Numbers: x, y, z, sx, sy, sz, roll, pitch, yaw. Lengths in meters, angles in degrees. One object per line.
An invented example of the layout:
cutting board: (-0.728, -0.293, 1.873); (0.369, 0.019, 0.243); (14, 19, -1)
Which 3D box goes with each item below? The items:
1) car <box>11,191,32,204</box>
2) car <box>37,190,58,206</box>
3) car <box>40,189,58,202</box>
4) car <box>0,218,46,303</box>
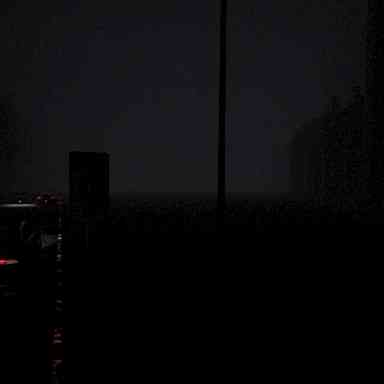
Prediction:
car: (-19.917, 0.598, 39.125); (2.033, 1.411, 5.357); (0, 1, -22)
car: (-15.667, 0.689, 35.986); (1.812, 1.442, 4.674); (0, 1, -21)
car: (-19.503, 0.419, 45.566); (2.128, 1.511, 4.902); (0, 1, -22)
car: (-4.433, 1.329, 7.398); (2.128, 1.511, 4.902); (0, 1, -22)
